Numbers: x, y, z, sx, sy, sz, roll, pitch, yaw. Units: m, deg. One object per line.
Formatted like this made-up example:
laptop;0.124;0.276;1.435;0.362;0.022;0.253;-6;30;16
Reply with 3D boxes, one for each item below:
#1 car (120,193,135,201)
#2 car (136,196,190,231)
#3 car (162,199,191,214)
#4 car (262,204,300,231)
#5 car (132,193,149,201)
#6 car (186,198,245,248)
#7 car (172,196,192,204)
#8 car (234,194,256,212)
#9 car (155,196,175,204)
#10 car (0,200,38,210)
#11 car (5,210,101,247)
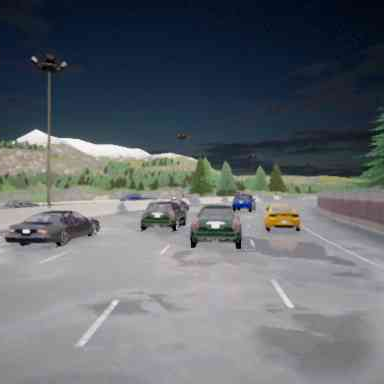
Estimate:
car;-12.516;1.178;68.320;2.150;2.045;5.566;0;0;24
car;-1.619;1.346;20.568;2.097;1.767;4.553;0;0;8
car;-1.641;1.519;36.970;1.812;1.442;4.674;0;0;16
car;5.472;1.492;20.724;1.882;1.535;5.008;0;0;9
car;-9.180;1.506;67.192;2.033;1.411;5.357;0;0;24
car;1.155;1.354;15.125;2.097;1.767;4.553;0;0;6
car;-1.883;1.490;66.260;1.837;1.490;4.892;0;0;26
car;6.067;1.237;38.509;2.150;2.045;5.566;0;0;17
car;-5.418;1.584;67.013;1.895;1.301;4.718;0;0;26
car;-14.808;1.448;27.531;2.128;1.511;4.902;0;0;11
car;-5.952;1.529;15.011;2.033;1.411;5.357;0;0;7
